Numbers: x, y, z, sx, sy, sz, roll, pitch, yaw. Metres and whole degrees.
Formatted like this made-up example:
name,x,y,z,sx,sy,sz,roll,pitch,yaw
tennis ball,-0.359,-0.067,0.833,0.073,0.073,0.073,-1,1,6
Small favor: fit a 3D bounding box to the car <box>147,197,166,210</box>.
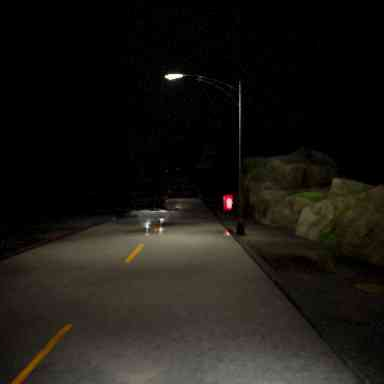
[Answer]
name,x,y,z,sx,sy,sz,roll,pitch,yaw
car,-4.103,1.324,38.818,1.837,1.490,4.892,0,0,0
